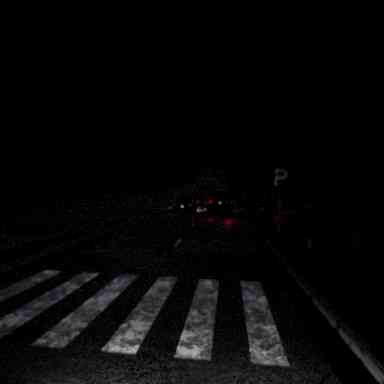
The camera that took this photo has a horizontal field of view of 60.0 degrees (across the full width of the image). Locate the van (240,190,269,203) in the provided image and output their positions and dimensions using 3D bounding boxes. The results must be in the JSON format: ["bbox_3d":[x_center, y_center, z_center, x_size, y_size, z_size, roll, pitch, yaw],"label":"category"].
[{"bbox_3d":[10.166,0.693,54.140,4.442,1.987,1.878,2,2,5],"label":"van"}]

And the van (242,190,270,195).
[{"bbox_3d":[9.648,0.892,45.886,4.442,1.987,1.878,2,1,5],"label":"van"}]

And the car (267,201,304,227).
[{"bbox_3d":[7.029,1.515,18.472,5.008,1.535,2.097,2,1,5],"label":"car"}]

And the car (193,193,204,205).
[{"bbox_3d":[0.725,0.912,45.480,1.837,1.490,4.892,2,2,6],"label":"car"}]

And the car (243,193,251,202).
[{"bbox_3d":[8.997,1.252,40.424,4.792,1.488,2.163,2,1,5],"label":"car"}]

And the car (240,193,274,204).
[{"bbox_3d":[10.020,0.991,51.391,4.892,1.521,2.231,2,2,5],"label":"car"}]

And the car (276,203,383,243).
[{"bbox_3d":[6.779,1.539,15.729,4.892,1.521,2.231,2,1,5],"label":"car"}]

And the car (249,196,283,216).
[{"bbox_3d":[7.596,1.423,26.718,5.366,1.575,1.946,2,1,5],"label":"car"}]

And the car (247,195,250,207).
[{"bbox_3d":[8.524,1.356,34.933,4.674,1.452,2.002,2,1,5],"label":"car"}]

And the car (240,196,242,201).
[{"bbox_3d":[9.759,0.926,48.774,4.553,1.767,2.185,2,1,5],"label":"car"}]

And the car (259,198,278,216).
[{"bbox_3d":[7.559,1.494,23.951,4.792,1.488,2.163,2,1,5],"label":"car"}]

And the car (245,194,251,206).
[{"bbox_3d":[8.779,1.311,37.675,4.674,1.452,2.002,2,1,5],"label":"car"}]

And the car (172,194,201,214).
[{"bbox_3d":[-0.627,1.215,31.120,1.994,1.385,4.181,2,1,6],"label":"car"}]

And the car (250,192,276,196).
[{"bbox_3d":[8.251,1.234,32.183,4.553,1.767,2.185,2,1,5],"label":"car"}]

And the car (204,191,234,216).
[{"bbox_3d":[2.544,0.975,29.998,2.150,2.045,5.566,2,1,6],"label":"car"}]

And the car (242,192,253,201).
[{"bbox_3d":[9.305,1.199,43.159,4.792,1.488,2.163,2,1,5],"label":"car"}]

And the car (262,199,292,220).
[{"bbox_3d":[7.289,1.490,21.213,4.892,1.521,2.231,2,1,5],"label":"car"}]

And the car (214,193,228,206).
[{"bbox_3d":[4.049,0.959,46.139,1.882,1.535,5.008,2,1,5],"label":"car"}]
